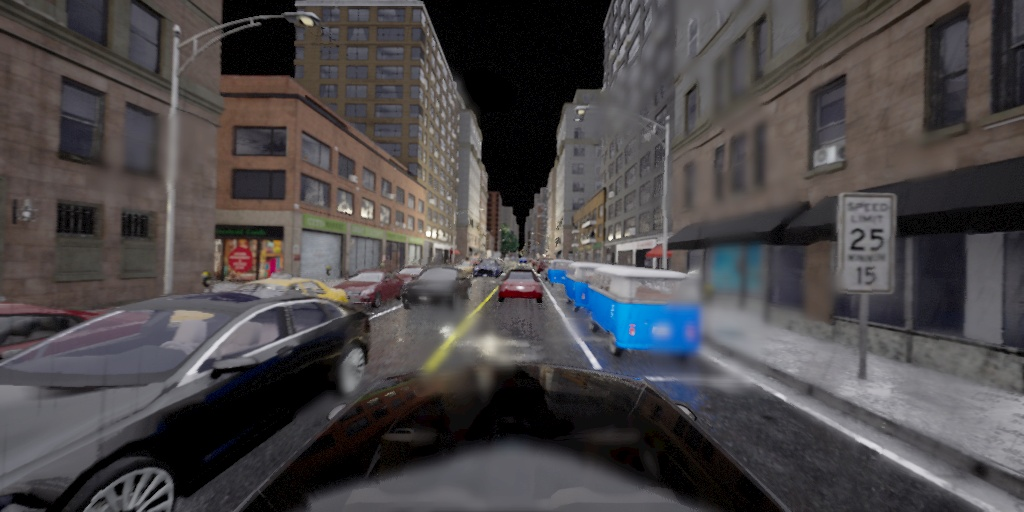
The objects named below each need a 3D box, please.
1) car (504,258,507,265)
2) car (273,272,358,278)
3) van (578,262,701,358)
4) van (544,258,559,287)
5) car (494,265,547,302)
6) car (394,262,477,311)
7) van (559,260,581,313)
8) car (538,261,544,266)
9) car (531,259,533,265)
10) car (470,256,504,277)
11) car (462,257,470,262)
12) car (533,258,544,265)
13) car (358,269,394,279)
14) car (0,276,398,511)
[{"bbox_3d":[-1.841,1.225,39.598,1.837,1.490,4.892,1,0,2],"label":"car"},{"bbox_3d":[-5.731,1.130,8.568,1.751,1.417,4.829,0,0,2],"label":"car"},{"bbox_3d":[2.801,1.156,8.484,1.690,1.789,3.998,0,0,2],"label":"van"},{"bbox_3d":[3.339,1.158,24.950,1.690,1.789,3.998,0,0,2],"label":"van"},{"bbox_3d":[0.425,1.314,17.164,1.994,1.385,4.181,1,0,2],"label":"car"},{"bbox_3d":[-2.768,1.151,14.242,1.882,1.535,5.008,1,0,2],"label":"car"},{"bbox_3d":[2.981,1.156,13.973,1.690,1.789,3.998,0,0,2],"label":"van"},{"bbox_3d":[3.518,1.369,30.439,2.007,1.370,4.403,0,0,2],"label":"car"},{"bbox_3d":[4.234,1.382,52.392,2.007,1.370,4.403,0,0,2],"label":"car"},{"bbox_3d":[-2.139,1.029,32.027,2.097,1.767,4.553,1,0,2],"label":"car"},{"bbox_3d":[-4.832,1.135,36.018,1.751,1.417,4.829,0,0,2],"label":"car"},{"bbox_3d":[3.876,1.138,41.415,2.192,1.841,5.009,0,0,2],"label":"car"},{"bbox_3d":[-5.546,1.186,14.228,1.802,1.307,4.207,0,0,2],"label":"car"},{"bbox_3d":[-3.118,1.164,3.614,2.128,1.511,4.902,1,0,2],"label":"car"}]
